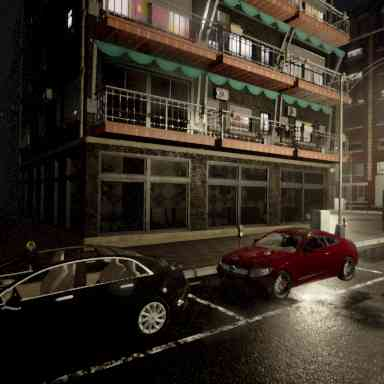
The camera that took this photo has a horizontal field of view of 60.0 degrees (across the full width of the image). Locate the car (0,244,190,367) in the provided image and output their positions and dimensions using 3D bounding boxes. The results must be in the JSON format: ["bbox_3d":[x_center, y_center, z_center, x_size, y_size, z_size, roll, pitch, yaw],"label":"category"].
[{"bbox_3d":[-2.087,1.551,5.014,4.403,1.369,2.008,0,1,-36],"label":"car"}]

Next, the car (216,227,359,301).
[{"bbox_3d":[2.536,1.584,8.324,4.206,1.307,1.802,0,1,-36],"label":"car"}]
